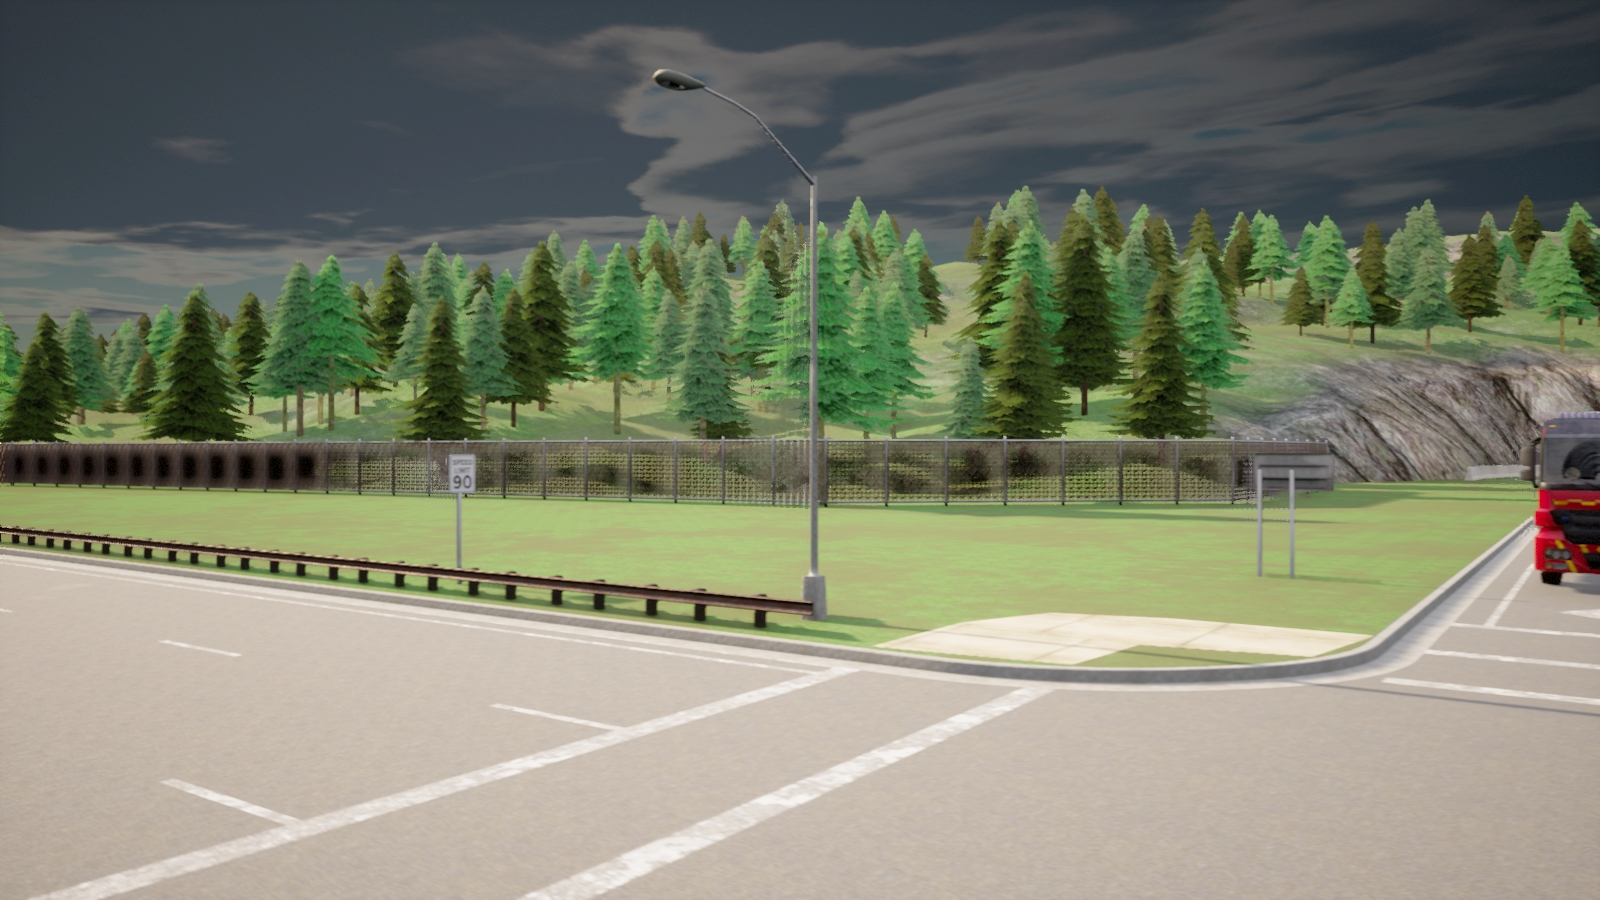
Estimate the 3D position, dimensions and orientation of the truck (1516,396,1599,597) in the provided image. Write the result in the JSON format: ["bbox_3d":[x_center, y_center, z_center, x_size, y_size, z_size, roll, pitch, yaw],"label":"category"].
[{"bbox_3d":[17.821,0.891,25.215,2.891,3.827,8.468,0,0,36],"label":"truck"}]
